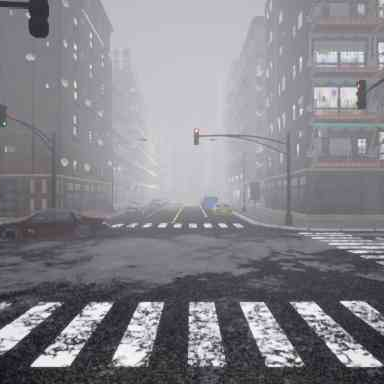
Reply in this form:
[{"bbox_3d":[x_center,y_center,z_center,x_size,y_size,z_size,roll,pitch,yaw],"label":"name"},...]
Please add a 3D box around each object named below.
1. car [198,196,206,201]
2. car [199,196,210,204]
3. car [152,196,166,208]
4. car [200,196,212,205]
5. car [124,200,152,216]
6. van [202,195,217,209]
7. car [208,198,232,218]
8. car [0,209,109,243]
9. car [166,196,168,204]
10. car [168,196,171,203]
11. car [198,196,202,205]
[{"bbox_3d":[2.461,1.627,83.624,1.887,1.381,4.507,1,0,0],"label":"car"},{"bbox_3d":[2.484,1.604,66.656,2.008,1.369,4.403,1,0,0],"label":"car"},{"bbox_3d":[-5.374,1.613,49.618,1.802,1.307,4.206,1,0,0],"label":"car"},{"bbox_3d":[2.493,1.485,61.000,1.967,1.590,4.097,1,0,0],"label":"car"},{"bbox_3d":[-5.480,1.565,32.645,2.008,1.369,4.403,1,0,0],"label":"car"},{"bbox_3d":[2.549,1.366,44.034,1.690,1.788,3.998,1,0,0],"label":"van"},{"bbox_3d":[2.663,1.537,30.201,1.752,1.417,4.829,1,0,0],"label":"car"},{"bbox_3d":[-6.835,1.559,16.131,5.357,1.411,2.033,0,0,-26],"label":"car"},{"bbox_3d":[-5.380,1.563,55.106,1.752,1.417,4.829,1,0,0],"label":"car"},{"bbox_3d":[-5.389,1.627,60.934,1.802,1.307,4.206,1,0,0],"label":"car"},{"bbox_3d":[2.510,1.347,49.688,2.192,1.841,5.009,1,0,0],"label":"car"}]
